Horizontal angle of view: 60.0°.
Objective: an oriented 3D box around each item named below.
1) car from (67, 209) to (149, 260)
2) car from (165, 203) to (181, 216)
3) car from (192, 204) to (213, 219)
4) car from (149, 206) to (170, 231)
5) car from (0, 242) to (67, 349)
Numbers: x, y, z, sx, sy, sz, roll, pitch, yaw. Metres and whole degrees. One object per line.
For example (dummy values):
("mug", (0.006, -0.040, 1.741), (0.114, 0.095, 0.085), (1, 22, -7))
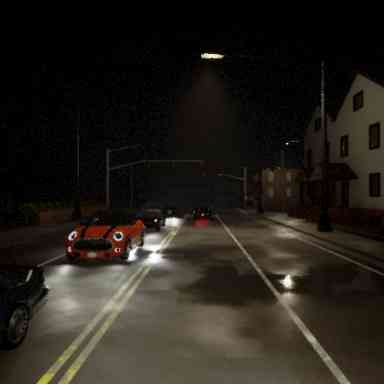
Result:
("car", (-3.234, 1.523, 13.240), (2.097, 1.767, 4.553), (0, -1, 2))
("car", (-2.365, 2.030, 38.669), (2.128, 1.511, 4.902), (0, -1, 2))
("car", (1.095, 1.957, 33.966), (1.837, 1.490, 4.892), (0, -1, 2))
("car", (-2.926, 1.903, 23.092), (1.895, 1.301, 4.718), (0, -1, 2))
("car", (-3.526, 1.592, 3.683), (2.033, 1.411, 5.357), (0, -1, 2))
